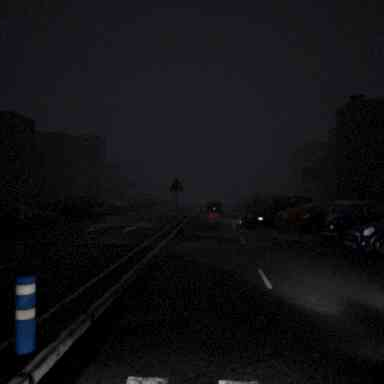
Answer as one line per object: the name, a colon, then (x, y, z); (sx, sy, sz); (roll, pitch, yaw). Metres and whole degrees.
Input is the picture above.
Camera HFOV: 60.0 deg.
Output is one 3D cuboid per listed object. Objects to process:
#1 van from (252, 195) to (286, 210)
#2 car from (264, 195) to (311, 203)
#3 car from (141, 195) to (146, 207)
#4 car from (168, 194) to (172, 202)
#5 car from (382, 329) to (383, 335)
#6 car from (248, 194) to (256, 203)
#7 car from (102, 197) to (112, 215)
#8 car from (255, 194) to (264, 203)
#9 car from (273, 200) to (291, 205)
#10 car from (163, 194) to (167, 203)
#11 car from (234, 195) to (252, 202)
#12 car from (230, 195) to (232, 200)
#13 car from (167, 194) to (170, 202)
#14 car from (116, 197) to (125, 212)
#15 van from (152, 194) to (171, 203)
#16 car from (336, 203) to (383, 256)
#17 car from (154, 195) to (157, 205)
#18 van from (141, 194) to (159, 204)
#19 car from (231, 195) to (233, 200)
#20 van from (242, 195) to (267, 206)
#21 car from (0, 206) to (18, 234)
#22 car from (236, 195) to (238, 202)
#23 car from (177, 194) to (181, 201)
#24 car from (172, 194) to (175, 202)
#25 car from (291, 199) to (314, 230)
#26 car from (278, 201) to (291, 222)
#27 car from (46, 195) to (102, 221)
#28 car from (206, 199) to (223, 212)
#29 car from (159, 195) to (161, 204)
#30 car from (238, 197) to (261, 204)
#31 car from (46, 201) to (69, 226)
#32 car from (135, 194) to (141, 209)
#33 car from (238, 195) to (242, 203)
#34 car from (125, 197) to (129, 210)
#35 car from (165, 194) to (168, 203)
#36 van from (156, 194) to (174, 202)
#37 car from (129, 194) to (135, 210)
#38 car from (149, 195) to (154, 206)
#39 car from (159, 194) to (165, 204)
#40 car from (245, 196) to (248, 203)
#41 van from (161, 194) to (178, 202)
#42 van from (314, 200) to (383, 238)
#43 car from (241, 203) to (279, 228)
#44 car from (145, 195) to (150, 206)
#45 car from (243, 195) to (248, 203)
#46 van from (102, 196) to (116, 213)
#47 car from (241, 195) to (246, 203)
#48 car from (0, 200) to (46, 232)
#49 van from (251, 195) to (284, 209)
van: (10.659, 1.443, 46.324); (4.442, 1.987, 1.878); (0, 0, 4)
car: (9.648, 1.390, 29.676); (5.566, 2.045, 2.435); (0, 0, 4)
car: (-9.429, 1.581, 46.602); (4.892, 1.521, 2.231); (0, 0, 4)
car: (-7.551, 1.726, 74.109); (5.008, 1.535, 2.097); (0, 0, 4)
car: (3.276, 1.633, 2.029); (1.895, 1.301, 4.718); (0, 0, 1)
car: (10.611, 1.412, 43.540); (5.566, 2.045, 2.435); (0, 0, 4)
car: (-10.385, 1.541, 30.086); (5.366, 1.575, 1.946); (0, 0, 4)
car: (9.985, 1.396, 35.352); (5.566, 2.045, 2.435); (0, 0, 4)
car: (9.431, 1.640, 26.907); (4.892, 1.521, 2.231); (0, 0, 4)
car: (-8.106, 1.672, 65.855); (4.892, 1.521, 2.231); (0, 0, 4)
car: (13.889, 1.821, 90.668); (4.553, 1.767, 2.185); (0, -1, 4)
car: (14.045, 1.972, 93.442); (5.008, 1.535, 2.097); (0, -1, 4)
car: (-7.737, 1.747, 71.357); (4.674, 1.452, 2.002); (0, 0, 4)
car: (-10.197, 1.552, 35.601); (5.008, 1.535, 2.097); (0, 0, 4)
van: (-7.282, 1.543, 79.619); (4.442, 1.987, 1.878); (0, 0, 4)
car: (8.493, 1.485, 13.036); (4.553, 1.767, 2.185); (0, 0, 4)
car: (-8.862, 1.613, 54.853); (4.892, 1.521, 2.231); (0, 0, 4)
van: (-8.552, 1.401, 57.721); (4.442, 1.987, 1.878); (0, 0, 4)
car: (13.660, 1.921, 87.895); (5.008, 1.535, 2.097); (0, 0, 4)
van: (11.815, 1.514, 62.956); (4.442, 1.987, 1.878); (0, 0, 4)
car: (-11.513, 1.552, 16.339); (4.674, 1.452, 2.002); (0, 0, 4)
car: (11.938, 1.752, 65.732); (5.366, 1.575, 1.946); (0, 0, 4)
car: (-6.416, 1.838, 87.848); (5.366, 1.575, 1.946); (0, -1, 4)
car: (-7.383, 1.495, 76.862); (5.566, 2.045, 2.435); (0, 0, 4)
car: (9.071, 1.508, 21.360); (4.553, 1.767, 2.185); (0, 0, 4)
car: (9.236, 1.636, 24.259); (5.008, 1.535, 2.097); (0, 0, 4)
car: (-10.786, 1.288, 27.350); (5.566, 2.045, 2.435); (0, 0, 4)
car: (2.757, 1.647, 41.021); (1.837, 1.490, 4.892); (0, 0, 4)
car: (-8.488, 1.679, 60.354); (4.674, 1.452, 2.002); (0, 0, 4)
car: (12.695, 1.810, 74.036); (4.892, 1.521, 2.231); (0, 0, 4)
car: (-11.144, 1.532, 21.847); (4.892, 1.521, 2.231); (0, 0, 4)
car: (-9.593, 1.446, 43.851); (4.553, 1.767, 2.185); (0, 0, 4)
car: (11.711, 1.473, 60.180); (5.566, 2.045, 2.435); (0, 0, 4)
car: (-10.033, 1.431, 38.353); (4.553, 1.767, 2.185); (0, 0, 4)
car: (-7.953, 1.718, 68.609); (4.792, 1.488, 2.163); (0, 0, 4)
van: (-6.905, 1.588, 85.119); (4.442, 1.987, 1.878); (0, 0, 4)
car: (-9.844, 1.438, 41.104); (4.553, 1.767, 2.185); (0, 0, 4)
car: (-9.051, 1.602, 52.103); (4.892, 1.521, 2.231); (0, 0, 4)
car: (-8.486, 1.651, 63.119); (5.366, 1.575, 1.946); (0, 0, 4)
car: (11.166, 1.729, 51.983); (4.674, 1.452, 2.002); (0, 0, 4)
van: (-6.338, 1.666, 93.372); (4.442, 1.987, 1.878); (0, -1, 4)
van: (8.547, 1.398, 15.947); (4.442, 1.987, 1.878); (0, 0, 4)
car: (4.570, 1.698, 23.457); (1.994, 1.385, 4.181); (0, 0, 4)
car: (-9.240, 1.591, 49.353); (4.892, 1.521, 2.231); (0, 0, 4)
car: (11.323, 1.729, 54.633); (4.792, 1.488, 2.163); (0, 0, 4)
van: (-10.263, 1.322, 32.841); (4.442, 1.987, 1.878); (0, 0, 4)
car: (11.539, 1.713, 57.403); (4.892, 1.521, 2.231); (0, 0, 4)
car: (-11.295, 1.398, 19.089); (4.553, 1.767, 2.185); (0, 0, 4)
van: (11.085, 1.454, 49.078); (4.442, 1.987, 1.878); (0, 0, 4)
